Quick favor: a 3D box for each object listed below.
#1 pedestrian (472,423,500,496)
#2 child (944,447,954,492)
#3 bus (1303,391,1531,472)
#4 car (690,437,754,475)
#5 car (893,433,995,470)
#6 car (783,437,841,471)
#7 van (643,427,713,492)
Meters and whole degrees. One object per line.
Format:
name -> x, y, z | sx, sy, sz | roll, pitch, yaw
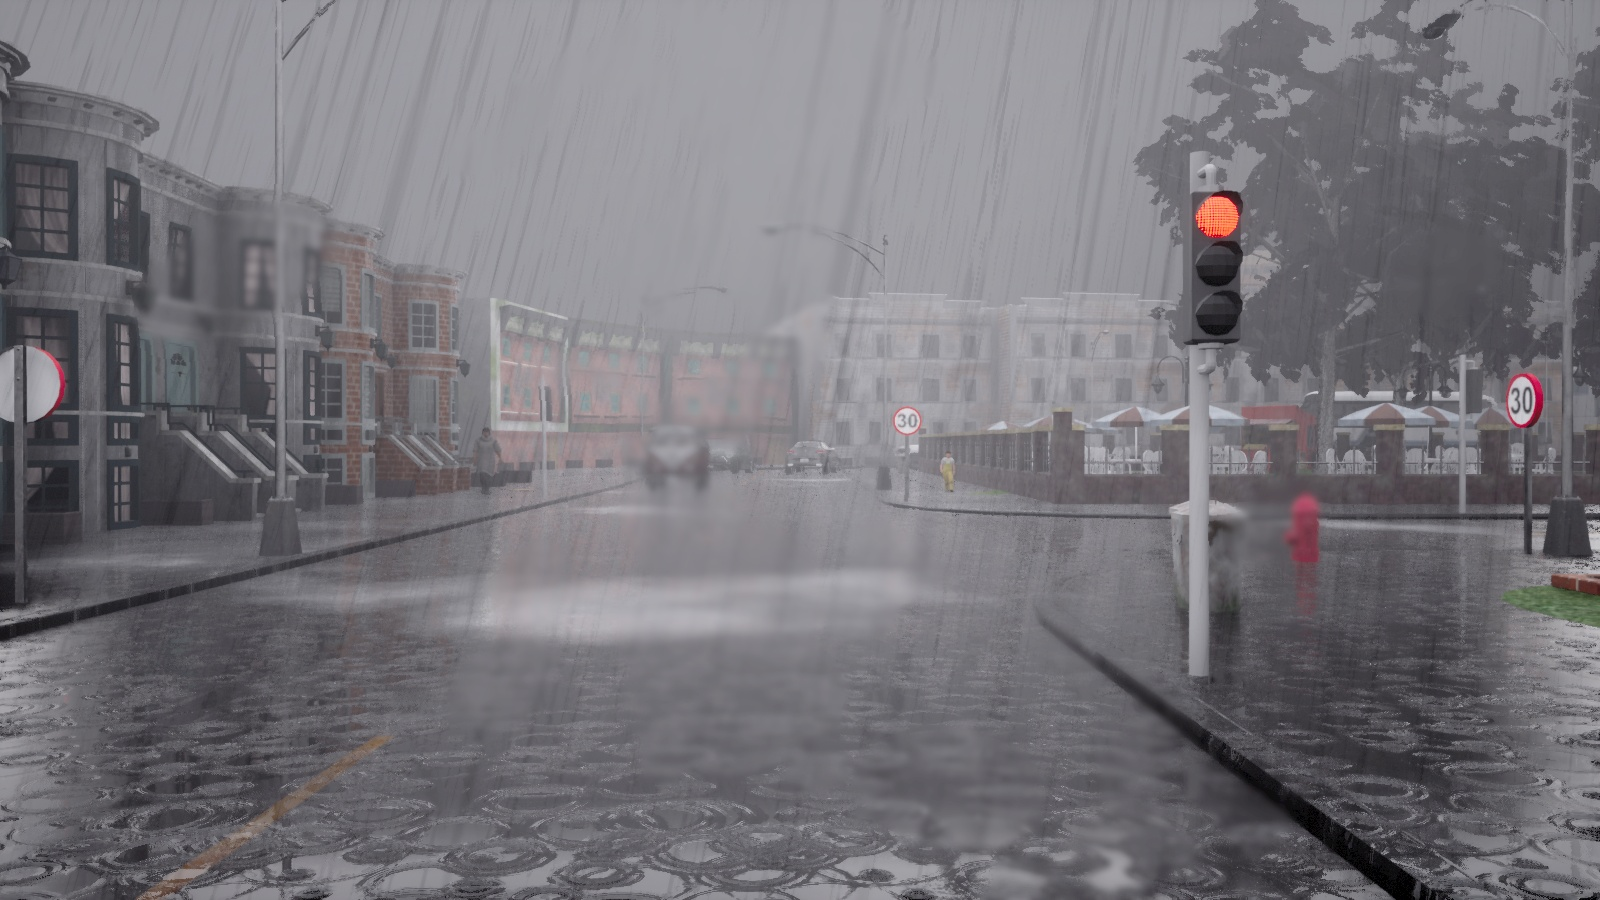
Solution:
pedestrian -> -8.473, 0.257, 33.881 | 0.659, 1.952, 0.873 | 0, 0, -10
child -> 4.202, 0.540, 35.418 | 0.270, 1.263, 0.437 | 0, 0, 5
bus -> 32.992, -0.984, 67.502 | 10.273, 4.253, 3.944 | 0, 0, 0
car -> -3.692, 0.261, 60.480 | 2.097, 1.767, 4.553 | 0, 0, 9
car -> 8.154, 0.069, 71.549 | 5.566, 2.045, 2.150 | 0, 0, 0
car -> 0.647, 0.174, 62.428 | 2.152, 1.651, 5.027 | 0, 0, 10
van -> -3.858, 0.268, 40.407 | 1.775, 1.987, 4.442 | 0, 0, 0
